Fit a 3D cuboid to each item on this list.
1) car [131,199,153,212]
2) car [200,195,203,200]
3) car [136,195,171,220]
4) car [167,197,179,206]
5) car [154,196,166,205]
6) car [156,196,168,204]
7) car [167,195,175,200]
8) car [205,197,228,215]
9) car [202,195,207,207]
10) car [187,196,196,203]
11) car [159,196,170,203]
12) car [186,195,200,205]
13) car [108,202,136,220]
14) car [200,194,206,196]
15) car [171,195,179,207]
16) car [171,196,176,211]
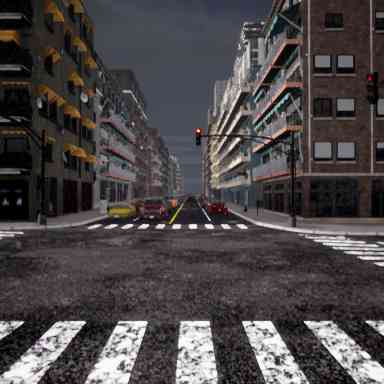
[{"bbox_3d":[-5.800,1.546,39.013,1.887,1.381,4.507,1,0,0],"label":"car"},{"bbox_3d":[2.547,1.585,50.071,1.802,1.307,4.206,1,0,0],"label":"car"},{"bbox_3d":[-3.158,1.353,28.048,2.097,1.767,4.553,0,0,-1],"label":"car"},{"bbox_3d":[-3.233,1.605,57.188,1.895,1.301,4.718,0,0,0],"label":"car"},{"bbox_3d":[-5.866,1.531,60.937,1.752,1.417,4.829,1,0,0],"label":"car"},{"bbox_3d":[-5.883,1.558,66.630,2.008,1.369,4.403,1,0,0],"label":"car"},{"bbox_3d":[-5.966,1.567,94.247,2.008,1.369,4.403,1,0,0],"label":"car"},{"bbox_3d":[2.597,1.546,33.500,1.887,1.381,4.507,1,0,0],"label":"car"},{"bbox_3d":[2.582,1.442,39.024,1.967,1.590,4.097,1,0,0],"label":"car"},{"bbox_3d":[-0.109,1.515,69.824,1.837,1.490,4.892,0,0,0],"label":"car"},{"bbox_3d":[-5.900,1.553,72.154,1.887,1.381,4.507,1,0,0],"label":"car"},{"bbox_3d":[-0.081,1.483,59.555,1.882,1.535,5.008,0,0,0],"label":"car"},{"bbox_3d":[-5.766,1.526,27.796,1.752,1.417,4.829,1,0,0],"label":"car"},{"bbox_3d":[2.755,1.363,81.813,2.097,1.767,4.553,0,0,0],"label":"car"},{"bbox_3d":[-3.233,1.355,47.330,2.097,1.767,4.553,0,0,0],"label":"car"},{"bbox_3d":[-3.214,1.549,37.540,2.033,1.411,5.357,0,0,0],"label":"car"}]
